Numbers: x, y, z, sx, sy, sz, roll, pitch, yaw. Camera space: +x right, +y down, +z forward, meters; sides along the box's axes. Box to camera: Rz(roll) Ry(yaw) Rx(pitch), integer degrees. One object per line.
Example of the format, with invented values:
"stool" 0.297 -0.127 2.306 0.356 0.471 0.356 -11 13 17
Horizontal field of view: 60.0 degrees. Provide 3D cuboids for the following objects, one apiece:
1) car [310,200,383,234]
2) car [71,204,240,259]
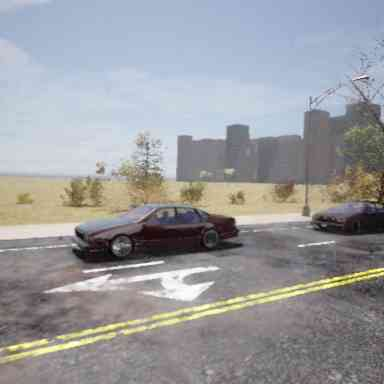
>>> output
"car" 8.252 1.131 16.351 5.357 1.411 2.033 0 3 -31
"car" -0.965 1.101 10.738 5.357 1.411 2.033 0 3 -32
